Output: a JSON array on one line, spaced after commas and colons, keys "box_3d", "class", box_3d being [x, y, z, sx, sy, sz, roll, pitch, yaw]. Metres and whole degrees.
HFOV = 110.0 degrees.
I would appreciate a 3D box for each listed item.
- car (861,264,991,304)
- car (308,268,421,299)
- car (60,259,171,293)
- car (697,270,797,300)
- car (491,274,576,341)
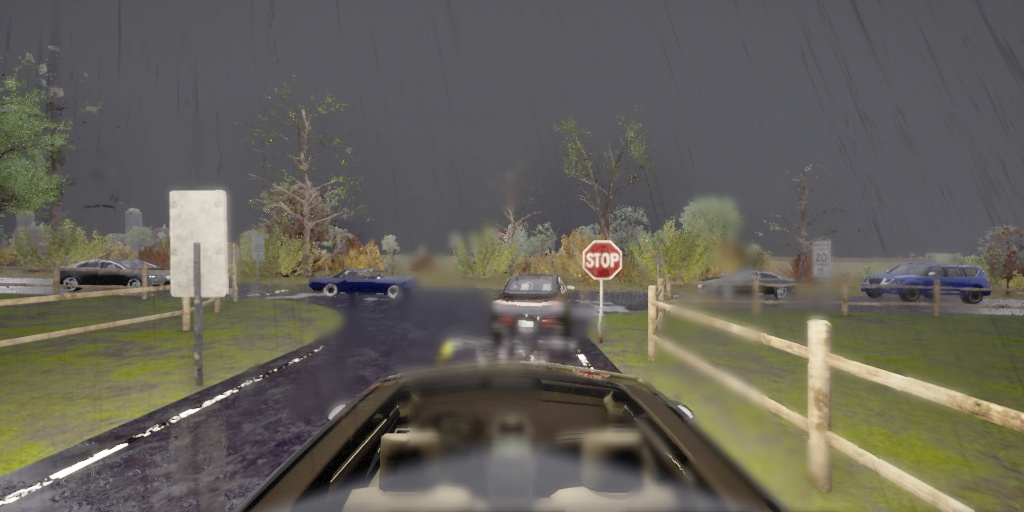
[{"box_3d": [22.903, 1.473, 19.938, 5.566, 2.045, 2.150, 1, 1, 0], "class": "car"}, {"box_3d": [-6.819, 1.254, 17.026, 4.718, 1.301, 1.895, 1, 1, 0], "class": "car"}, {"box_3d": [-18.487, 0.891, 17.044, 4.902, 1.511, 2.128, 1, 1, 0], "class": "car"}, {"box_3d": [13.007, 1.532, 19.950, 4.902, 1.511, 2.128, 1, 1, 0], "class": "car"}, {"box_3d": [0.708, 1.243, 9.994, 2.128, 1.511, 4.902, 0, 0, 9], "class": "car"}]
